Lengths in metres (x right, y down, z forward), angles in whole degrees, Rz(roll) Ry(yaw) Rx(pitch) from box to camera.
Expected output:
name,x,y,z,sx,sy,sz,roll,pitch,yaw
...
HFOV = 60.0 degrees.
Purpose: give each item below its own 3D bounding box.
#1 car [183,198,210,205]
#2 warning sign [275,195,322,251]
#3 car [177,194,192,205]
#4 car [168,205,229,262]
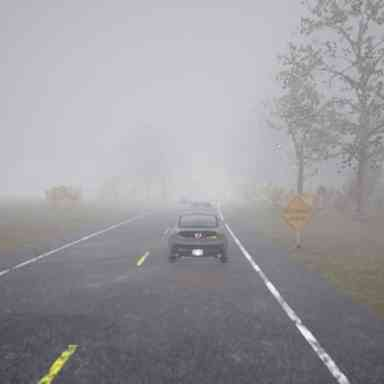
name,x,y,z,sx,sy,sz,roll,pitch,yaw
car,0.686,1.420,25.306,2.033,1.411,5.357,0,0,3
warning sign,3.702,1.053,11.663,1.300,1.860,1.060,-1,0,1
car,-1.070,1.137,52.977,2.097,1.767,4.553,0,0,5
car,0.241,1.441,11.876,1.837,1.490,4.892,0,1,2
